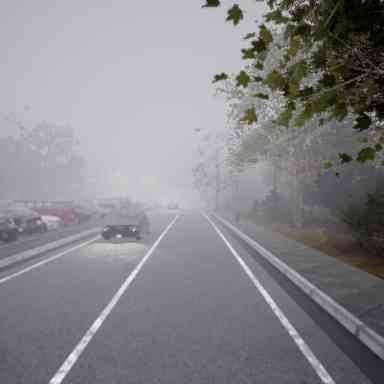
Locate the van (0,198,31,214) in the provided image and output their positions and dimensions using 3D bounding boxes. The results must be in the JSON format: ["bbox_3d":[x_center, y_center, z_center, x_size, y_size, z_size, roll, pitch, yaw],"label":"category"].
[{"bbox_3d":[-23.270,1.755,42.433,4.442,1.987,1.878,0,-1,0],"label":"van"}]

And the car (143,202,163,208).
[{"bbox_3d":[-10.458,3.427,89.565,5.366,1.575,1.946,0,-2,0],"label":"car"}]

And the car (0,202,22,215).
[{"bbox_3d":[-23.394,1.928,39.809,5.008,1.535,2.097,0,-1,0],"label":"car"}]

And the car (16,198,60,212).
[{"bbox_3d":[-23.352,1.981,50.749,5.566,2.045,2.435,0,-2,0],"label":"car"}]

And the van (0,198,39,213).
[{"bbox_3d":[-23.501,1.843,45.335,4.442,1.987,1.878,0,-2,0],"label":"van"}]

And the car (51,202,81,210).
[{"bbox_3d":[-23.375,2.608,61.816,4.674,1.452,2.002,0,-2,0],"label":"car"}]

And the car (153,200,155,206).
[{"bbox_3d":[-10.297,2.654,64.599,4.892,1.521,2.231,0,-2,0],"label":"car"}]

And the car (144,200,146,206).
[{"bbox_3d":[-10.267,2.191,53.503,4.553,1.767,2.185,0,-2,0],"label":"car"}]

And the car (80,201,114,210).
[{"bbox_3d":[-10.285,1.838,31.314,4.792,1.488,2.163,0,-1,0],"label":"car"}]

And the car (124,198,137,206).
[{"bbox_3d":[-10.335,1.729,42.407,5.566,2.045,2.435,0,-2,0],"label":"car"}]

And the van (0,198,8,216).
[{"bbox_3d":[-23.274,1.663,37.042,4.442,1.987,1.878,0,-1,0],"label":"van"}]

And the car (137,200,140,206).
[{"bbox_3d":[-10.305,2.189,47.948,4.674,1.452,2.002,0,-2,0],"label":"car"}]

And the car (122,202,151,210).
[{"bbox_3d":[-10.287,2.570,61.824,4.892,1.521,2.231,0,-2,0],"label":"car"}]

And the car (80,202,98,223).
[{"bbox_3d":[-10.324,1.729,25.764,5.008,1.535,2.097,0,-1,0],"label":"car"}]

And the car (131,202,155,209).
[{"bbox_3d":[-10.258,2.851,70.148,4.792,1.488,2.163,0,-2,0],"label":"car"}]

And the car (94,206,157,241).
[{"bbox_3d":[-3.347,1.680,17.879,2.033,1.411,5.357,0,-1,0],"label":"car"}]

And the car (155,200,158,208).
[{"bbox_3d":[-10.103,2.734,67.374,5.366,1.575,1.946,0,-2,0],"label":"car"}]

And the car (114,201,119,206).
[{"bbox_3d":[-10.315,1.888,34.092,4.674,1.452,2.002,0,-1,0],"label":"car"}]

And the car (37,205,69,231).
[{"bbox_3d":[-10.325,1.691,20.212,4.674,1.452,2.002,0,-1,0],"label":"car"}]

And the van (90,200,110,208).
[{"bbox_3d":[-23.248,3.020,84.116,4.442,1.987,1.878,0,-2,0],"label":"van"}]

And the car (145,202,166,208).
[{"bbox_3d":[-10.086,3.525,92.216,5.366,1.575,1.946,0,-2,0],"label":"car"}]

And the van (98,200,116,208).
[{"bbox_3d":[-23.468,3.303,92.275,4.442,1.987,1.878,0,-2,0],"label":"van"}]

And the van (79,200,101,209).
[{"bbox_3d":[-23.246,2.765,75.793,4.442,1.987,1.878,0,-2,0],"label":"van"}]

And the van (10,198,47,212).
[{"bbox_3d":[-23.499,1.923,47.979,4.442,1.987,1.878,0,-2,0],"label":"van"}]

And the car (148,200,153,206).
[{"bbox_3d":[-10.109,2.482,59.049,5.366,1.575,1.946,0,-2,0],"label":"car"}]

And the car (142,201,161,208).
[{"bbox_3d":[-10.308,3.118,84.025,4.553,1.767,2.185,0,-2,0],"label":"car"}]

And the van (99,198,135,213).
[{"bbox_3d":[-10.188,1.839,45.181,4.442,1.987,1.878,0,-2,0],"label":"van"}]

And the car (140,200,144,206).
[{"bbox_3d":[-10.295,2.233,50.724,5.008,1.535,2.097,0,-2,0],"label":"car"}]

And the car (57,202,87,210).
[{"bbox_3d":[-23.365,2.655,64.711,5.008,1.535,2.097,0,-2,0],"label":"car"}]

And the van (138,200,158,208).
[{"bbox_3d":[-10.398,2.847,78.481,4.442,1.987,1.878,0,-2,0],"label":"van"}]

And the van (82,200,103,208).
[{"bbox_3d":[-23.477,2.849,78.563,4.442,1.987,1.878,0,-2,0],"label":"van"}]

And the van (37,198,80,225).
[{"bbox_3d":[-10.437,1.464,22.992,4.442,1.987,1.878,0,-1,0],"label":"van"}]

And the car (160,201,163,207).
[{"bbox_3d":[-10.308,3.187,81.248,4.792,1.488,2.163,0,-2,0],"label":"car"}]

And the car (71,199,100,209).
[{"bbox_3d":[-23.337,2.656,73.026,5.566,2.045,2.435,0,-2,0],"label":"car"}]

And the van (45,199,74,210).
[{"bbox_3d":[-23.491,2.258,59.055,4.442,1.987,1.878,0,-2,0],"label":"van"}]

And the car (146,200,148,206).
[{"bbox_3d":[-10.266,2.275,56.278,4.553,1.767,2.185,0,-2,0],"label":"car"}]

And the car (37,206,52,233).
[{"bbox_3d":[-10.354,1.641,17.437,4.792,1.488,2.163,0,-1,0],"label":"car"}]

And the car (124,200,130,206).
[{"bbox_3d":[-10.338,1.956,39.649,4.792,1.488,2.163,0,-1,0],"label":"car"}]

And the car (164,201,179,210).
[{"bbox_3d":[-3.305,2.491,59.507,2.128,1.511,4.902,0,-2,0],"label":"car"}]

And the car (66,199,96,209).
[{"bbox_3d":[-23.339,2.572,70.257,5.566,2.045,2.435,0,-2,0],"label":"car"}]

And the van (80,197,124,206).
[{"bbox_3d":[-10.194,1.661,36.871,4.442,1.987,1.878,0,-1,0],"label":"van"}]

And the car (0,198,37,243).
[{"bbox_3d":[-10.298,1.321,14.664,5.566,2.045,2.435,0,-1,0],"label":"car"}]
